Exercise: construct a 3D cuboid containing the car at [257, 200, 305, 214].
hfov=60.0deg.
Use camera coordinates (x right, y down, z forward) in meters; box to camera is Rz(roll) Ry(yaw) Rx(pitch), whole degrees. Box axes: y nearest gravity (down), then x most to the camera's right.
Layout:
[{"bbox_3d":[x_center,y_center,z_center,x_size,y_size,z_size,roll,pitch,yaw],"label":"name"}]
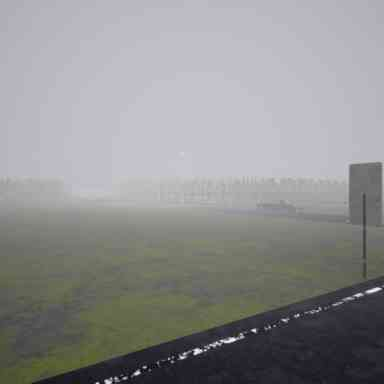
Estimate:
[{"bbox_3d":[8.785,1.428,33.474,1.895,1.301,4.718,0,1,-35],"label":"car"}]
